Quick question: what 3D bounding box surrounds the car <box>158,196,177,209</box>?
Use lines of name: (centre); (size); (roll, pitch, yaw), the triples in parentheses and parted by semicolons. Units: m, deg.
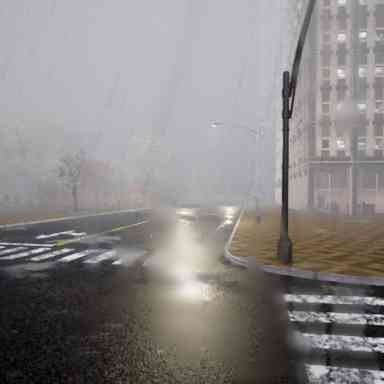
car: (-3.994, 1.680, 55.013); (2.150, 2.045, 5.566); (1, -1, 10)
